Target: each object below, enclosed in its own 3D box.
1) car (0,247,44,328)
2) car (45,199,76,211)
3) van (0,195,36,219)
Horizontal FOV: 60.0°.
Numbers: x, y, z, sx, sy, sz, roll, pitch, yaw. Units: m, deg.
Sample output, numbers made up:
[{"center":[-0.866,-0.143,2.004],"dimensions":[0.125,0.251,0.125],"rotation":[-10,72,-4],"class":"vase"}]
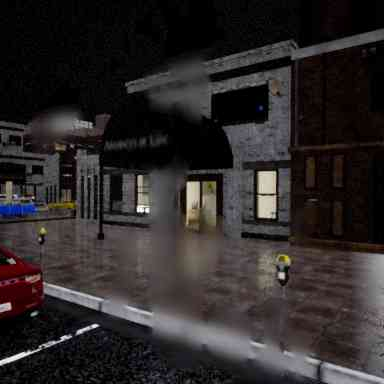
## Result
[{"center":[-4.547,1.544,6.110],"dimensions":[4.507,1.381,1.887],"rotation":[0,0,35],"class":"car"},{"center":[-16.244,1.569,42.453],"dimensions":[1.752,1.417,4.829],"rotation":[0,0,35],"class":"car"},{"center":[-15.640,1.413,28.724],"dimensions":[1.690,1.788,3.998],"rotation":[0,0,35],"class":"van"}]
